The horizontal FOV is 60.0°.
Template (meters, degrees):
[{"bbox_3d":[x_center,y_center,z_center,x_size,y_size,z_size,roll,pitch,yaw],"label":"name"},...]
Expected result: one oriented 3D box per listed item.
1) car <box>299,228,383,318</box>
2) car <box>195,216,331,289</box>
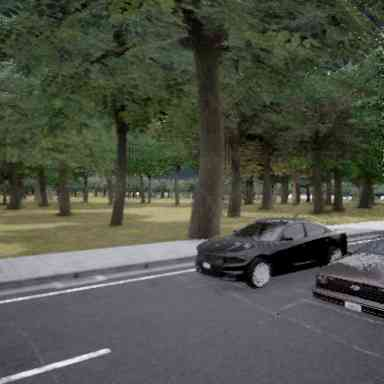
[{"bbox_3d":[4.893,1.549,7.172,5.357,1.411,2.033,0,0,-35],"label":"car"},{"bbox_3d":[2.382,1.479,9.376,5.008,1.535,1.882,0,0,-35],"label":"car"}]
